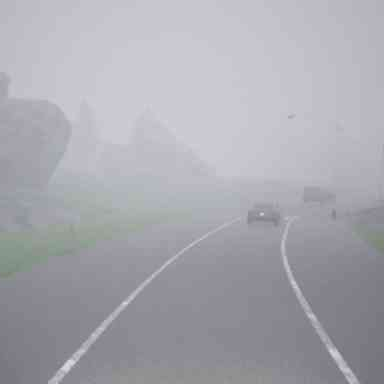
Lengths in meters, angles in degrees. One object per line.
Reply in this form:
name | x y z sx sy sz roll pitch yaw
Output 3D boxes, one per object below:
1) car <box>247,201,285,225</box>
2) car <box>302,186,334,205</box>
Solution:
car | 4.924 1.263 21.909 1.994 1.385 4.181 2 2 21
car | 14.725 0.371 38.496 2.150 2.045 5.566 4 4 41
